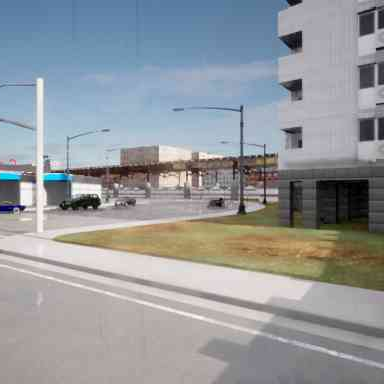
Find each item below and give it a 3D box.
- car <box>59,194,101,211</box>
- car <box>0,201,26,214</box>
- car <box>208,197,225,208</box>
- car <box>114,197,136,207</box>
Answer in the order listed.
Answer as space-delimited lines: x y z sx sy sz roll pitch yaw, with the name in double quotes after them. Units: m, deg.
-14.058 1.221 42.216 2.150 2.045 5.566 0 0 29 "car"
-19.692 1.601 33.894 1.895 1.301 4.718 0 0 37 "car"
3.676 1.505 49.317 1.837 1.490 4.892 0 0 14 "car"
-10.295 1.491 51.630 2.128 1.511 4.902 0 0 14 "car"
